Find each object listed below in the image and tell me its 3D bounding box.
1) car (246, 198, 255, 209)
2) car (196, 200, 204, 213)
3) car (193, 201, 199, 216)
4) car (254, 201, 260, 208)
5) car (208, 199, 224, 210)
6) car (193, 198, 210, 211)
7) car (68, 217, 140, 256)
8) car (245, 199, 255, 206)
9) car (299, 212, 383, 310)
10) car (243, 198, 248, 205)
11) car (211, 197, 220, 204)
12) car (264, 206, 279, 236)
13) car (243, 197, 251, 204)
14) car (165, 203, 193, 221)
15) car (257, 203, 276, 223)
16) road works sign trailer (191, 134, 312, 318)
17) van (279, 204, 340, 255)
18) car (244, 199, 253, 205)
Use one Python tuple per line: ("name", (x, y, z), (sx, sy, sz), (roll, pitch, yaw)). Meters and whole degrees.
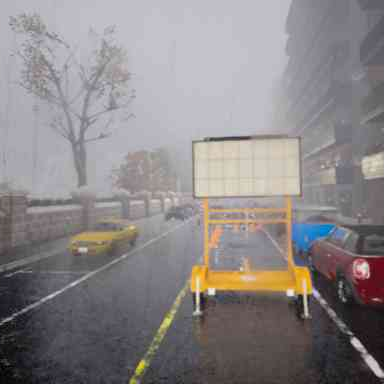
("car", (9.877, 2.028, 52.435), (1.802, 1.307, 4.206), (-1, -1, 7))
("car", (0.101, 2.045, 42.363), (1.887, 1.381, 4.507), (-1, -1, 7))
("car", (-0.632, 2.029, 36.783), (1.802, 1.307, 4.206), (-1, -1, 7))
("car", (6.941, 1.767, 30.110), (1.887, 1.381, 4.507), (-1, -1, 7))
("car", (3.557, 2.111, 48.171), (1.895, 1.301, 4.718), (-1, -1, 8))
("car", (1.564, 1.934, 53.529), (2.192, 1.841, 5.009), (-1, -1, 7))
("car", (-3.590, 1.764, 14.286), (1.752, 1.417, 4.829), (-1, -1, 7))
("car", (12.079, 2.208, 69.182), (1.802, 1.307, 4.206), (-1, -1, 7))
("car", (4.003, 1.456, 7.781), (1.967, 1.590, 4.097), (-1, -1, 7))
("car", (11.342, 2.006, 63.602), (1.967, 1.590, 4.097), (-1, -1, 7))
("car", (6.703, 2.358, 92.603), (2.192, 1.841, 5.009), (-1, -1, 7))
("car", (5.474, 1.685, 18.945), (1.947, 1.339, 4.313), (-1, -1, 7))
("car", (15.012, 2.311, 91.511), (1.967, 1.590, 4.097), (-1, -1, 7))
("car", (-1.365, 1.961, 31.201), (1.947, 1.339, 4.313), (-1, -1, 7))
("car", (6.207, 1.722, 24.528), (2.008, 1.369, 4.403), (-1, -1, 7))
("road works sign trailer", (1.245, 0.531, 7.598), (2.380, 3.560, 2.880), (-1, -1, 7))
("van", (4.736, 1.409, 13.365), (1.690, 1.788, 3.998), (-1, -1, 7))
("car", (13.546, 2.313, 80.346), (1.947, 1.339, 4.313), (-1, -1, 7))
